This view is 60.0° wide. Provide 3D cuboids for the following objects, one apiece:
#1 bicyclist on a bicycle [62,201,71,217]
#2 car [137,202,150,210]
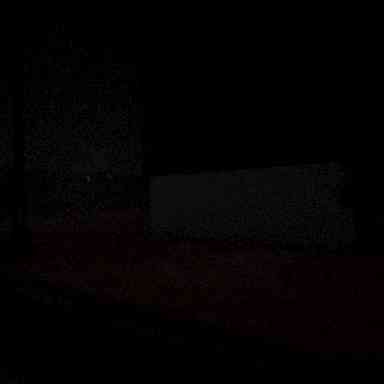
[{"bbox_3d":[-12.718,1.771,33.699,1.656,1.620,0.582,-3,-2,37],"label":"bicyclist on a bicycle"},{"bbox_3d":[-6.493,2.251,54.258,2.033,1.411,5.357,-2,-1,37],"label":"car"}]
